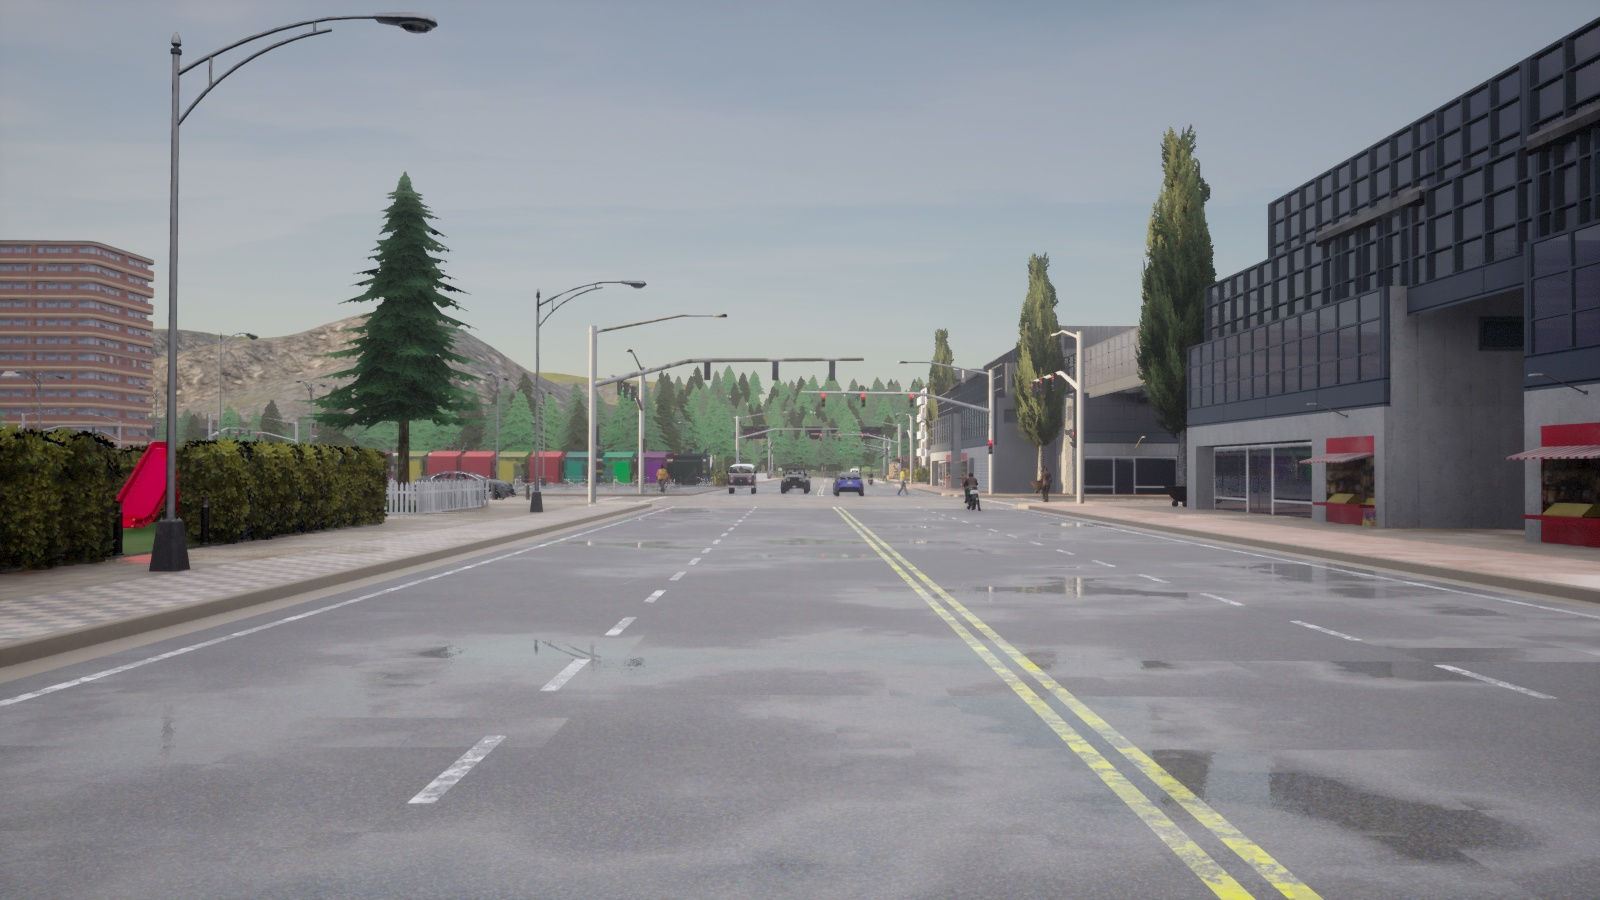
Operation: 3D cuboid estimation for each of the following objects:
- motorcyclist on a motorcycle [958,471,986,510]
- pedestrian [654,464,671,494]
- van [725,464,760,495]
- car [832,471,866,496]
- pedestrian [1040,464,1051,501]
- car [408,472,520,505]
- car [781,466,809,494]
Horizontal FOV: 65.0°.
[{"bbox_3d":[6.870,1.612,50.285,0.797,1.523,2.044,0,-1,0],"label":"motorcyclist on a motorcycle"},{"bbox_3d":[-8.461,1.804,77.403,0.874,1.855,0.900,0,-1,6],"label":"pedestrian"},{"bbox_3d":[-3.870,1.979,85.083,2.069,2.038,4.480,0,-1,1],"label":"van"},{"bbox_3d":[3.094,2.086,79.816,2.007,1.525,4.514,0,-1,0],"label":"car"},{"bbox_3d":[11.888,1.572,60.749,0.328,1.805,0.869,0,-1,-2],"label":"pedestrian"},{"bbox_3d":[-16.275,1.858,61.007,4.902,1.511,2.128,0,-1,0],"label":"car"},{"bbox_3d":[-0.334,2.079,87.593,1.905,1.878,3.866,0,-1,1],"label":"car"}]
